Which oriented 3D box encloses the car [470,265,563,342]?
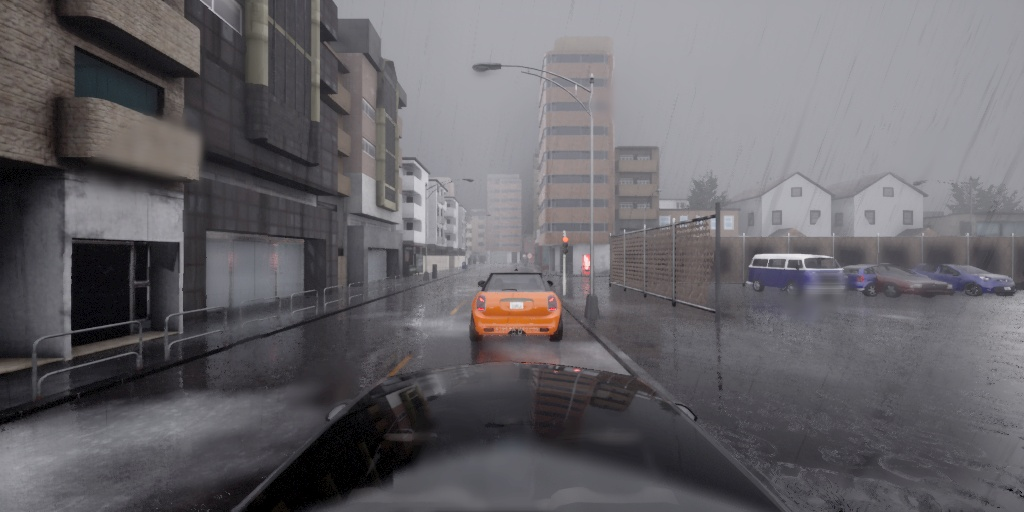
[{"bbox_3d":[0.101,1.102,9.965,2.097,1.767,4.553,0,0,0],"label":"car"}]
